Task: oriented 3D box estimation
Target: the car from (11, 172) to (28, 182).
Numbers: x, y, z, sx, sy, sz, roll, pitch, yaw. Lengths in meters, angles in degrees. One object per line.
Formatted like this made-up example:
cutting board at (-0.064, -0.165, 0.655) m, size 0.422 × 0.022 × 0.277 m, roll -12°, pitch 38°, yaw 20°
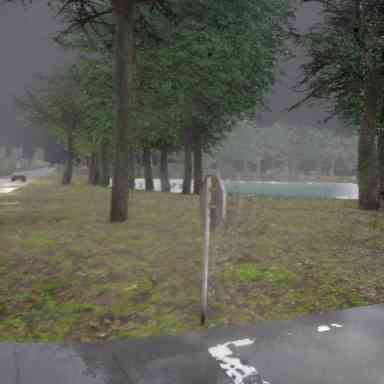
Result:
car at (-26.656, -2.311, 51.411) m, size 1.837 × 1.490 × 4.892 m, roll 1°, pitch 4°, yaw -21°
